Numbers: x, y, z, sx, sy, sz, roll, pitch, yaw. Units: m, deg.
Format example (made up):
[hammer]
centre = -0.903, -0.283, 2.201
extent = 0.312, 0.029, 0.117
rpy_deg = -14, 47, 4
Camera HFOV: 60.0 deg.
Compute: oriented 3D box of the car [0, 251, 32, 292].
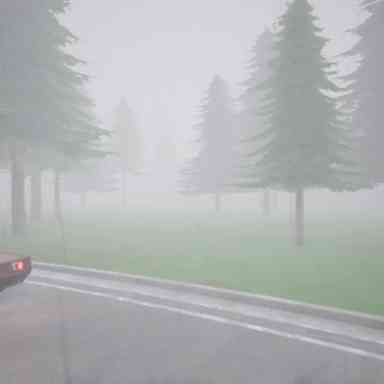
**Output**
[car]
centre = -5.827, 1.545, 7.067
extent = 4.718, 1.301, 1.895
rpy_deg = 0, 1, 24
